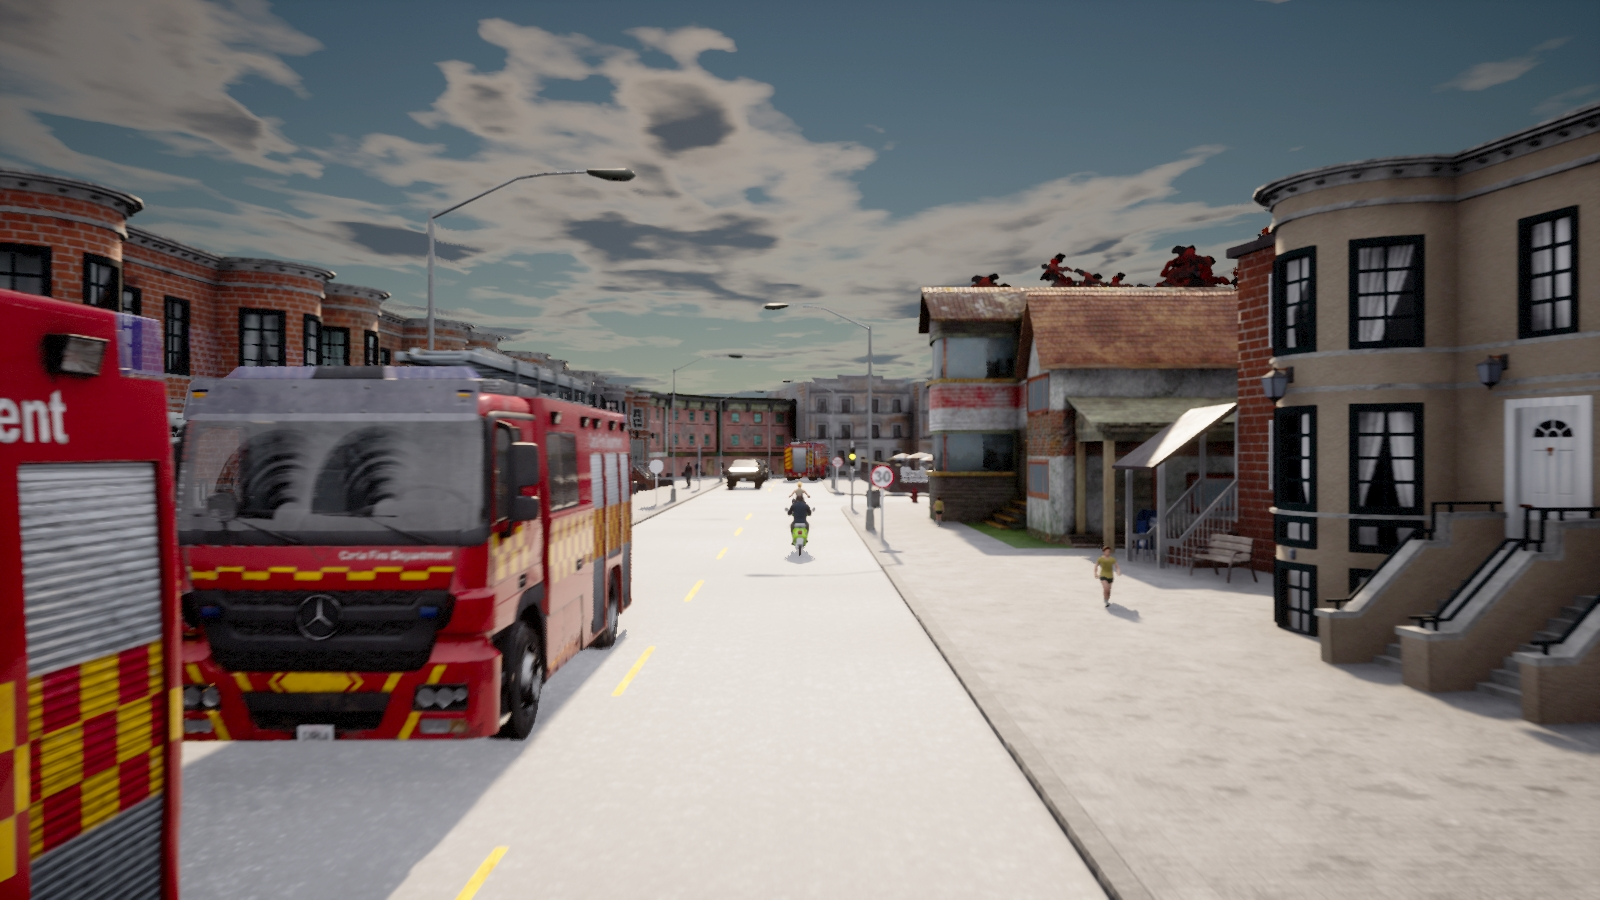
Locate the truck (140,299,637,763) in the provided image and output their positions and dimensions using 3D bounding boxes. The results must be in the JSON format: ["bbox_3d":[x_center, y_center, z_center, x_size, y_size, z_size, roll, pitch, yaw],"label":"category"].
[{"bbox_3d":[-4.005,0.670,13.672,2.891,3.827,8.468,0,0,0],"label":"truck"}]

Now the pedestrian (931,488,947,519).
[{"bbox_3d":[4.972,1.903,40.807,0.500,1.100,0.500,0,0,-2],"label":"pedestrian"}]

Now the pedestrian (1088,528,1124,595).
[{"bbox_3d":[5.261,1.902,19.640,0.500,1.100,0.500,0,0,1],"label":"pedestrian"}]
